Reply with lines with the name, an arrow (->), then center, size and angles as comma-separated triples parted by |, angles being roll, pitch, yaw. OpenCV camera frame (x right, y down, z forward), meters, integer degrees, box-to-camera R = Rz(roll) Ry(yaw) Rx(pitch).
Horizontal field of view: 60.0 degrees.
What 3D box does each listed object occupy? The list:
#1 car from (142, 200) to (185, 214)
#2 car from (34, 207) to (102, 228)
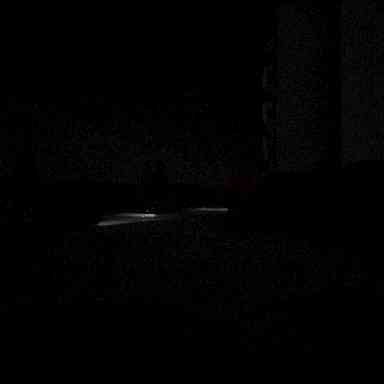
car -> -2.897, 1.542, 35.413 | 2.033, 1.411, 5.357 | 0, 0, 36
car -> -8.083, 1.597, 21.099 | 1.895, 1.301, 4.718 | 0, 0, 36
